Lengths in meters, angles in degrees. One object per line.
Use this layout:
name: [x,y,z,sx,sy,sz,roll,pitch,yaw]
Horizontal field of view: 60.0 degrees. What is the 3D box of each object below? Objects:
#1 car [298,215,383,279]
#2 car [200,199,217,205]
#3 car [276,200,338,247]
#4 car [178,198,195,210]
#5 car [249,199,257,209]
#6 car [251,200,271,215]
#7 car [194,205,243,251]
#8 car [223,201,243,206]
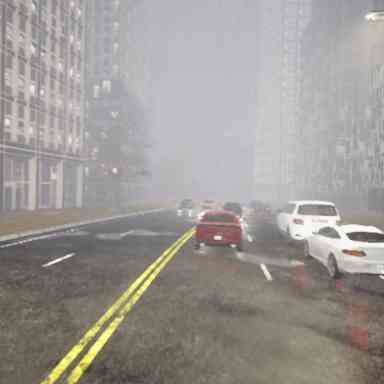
car: [4.845,1.690,10.324,1.812,1.442,4.674,1,0,5]
car: [2.176,1.685,42.870,1.882,1.535,5.008,2,0,9]
car: [5.485,1.429,16.174,2.150,2.045,5.566,1,0,7]
car: [-0.679,1.646,45.598,1.837,1.490,4.892,2,0,8]
car: [10.265,1.932,53.637,1.882,1.535,5.008,1,0,6]
car: [8.361,1.965,39.653,1.895,1.301,4.718,2,0,11]
car: [1.237,1.566,14.828,1.882,1.535,5.008,1,0,6]
car: [4.203,1.712,34.158,1.882,1.535,5.008,2,0,10]
